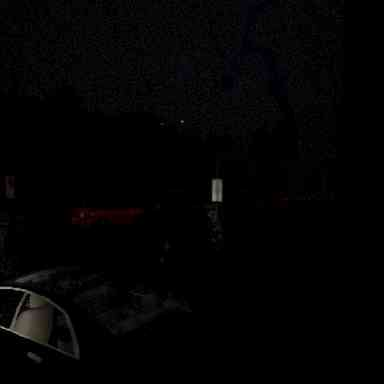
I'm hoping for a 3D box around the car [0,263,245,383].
[{"bbox_3d":[-1.546,1.548,3.894,4.403,1.369,2.008,0,1,36],"label":"car"}]

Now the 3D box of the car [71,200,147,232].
[{"bbox_3d":[-4.833,1.285,20.020,2.097,1.767,4.553,2,1,36],"label":"car"}]

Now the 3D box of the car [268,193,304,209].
[{"bbox_3d":[12.537,1.154,44.283,2.150,2.045,5.566,2,1,36],"label":"car"}]

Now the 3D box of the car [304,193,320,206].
[{"bbox_3d":[18.561,1.192,52.796,2.150,2.045,5.566,2,1,36],"label":"car"}]

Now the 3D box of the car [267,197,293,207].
[{"bbox_3d":[13.289,1.439,50.156,2.033,1.411,5.357,2,1,36],"label":"car"}]
